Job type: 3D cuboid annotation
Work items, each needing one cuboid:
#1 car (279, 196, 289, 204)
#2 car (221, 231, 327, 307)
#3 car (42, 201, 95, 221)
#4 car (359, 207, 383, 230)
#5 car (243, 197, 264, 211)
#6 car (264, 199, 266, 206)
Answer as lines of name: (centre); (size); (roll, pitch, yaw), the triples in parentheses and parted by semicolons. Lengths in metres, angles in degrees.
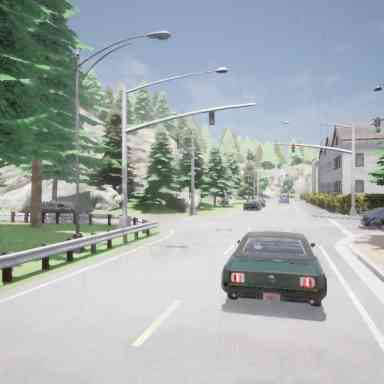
car: (17.596, 1.547, 63.512); (2.033, 1.411, 5.357); (0, 0, 16)
car: (2.021, 1.601, 8.106); (1.895, 1.301, 4.718); (0, 0, 15)
car: (-10.124, 1.520, 26.414); (4.892, 1.490, 1.837); (0, 0, 15)
car: (12.529, 1.579, 20.215); (4.181, 1.385, 1.994); (0, 0, 15)
car: (7.486, 1.601, 41.228); (1.895, 1.301, 4.718); (0, 0, 16)
car: (10.261, 1.491, 51.035); (2.128, 1.511, 4.902); (0, 0, 16)
